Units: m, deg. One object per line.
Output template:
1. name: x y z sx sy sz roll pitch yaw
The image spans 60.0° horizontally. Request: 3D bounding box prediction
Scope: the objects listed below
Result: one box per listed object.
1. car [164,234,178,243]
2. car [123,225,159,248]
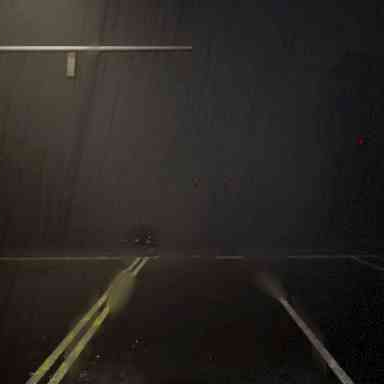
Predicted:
1. car: -2.969 6.603 47.618 1.895 1.301 4.718 0 -8 1
2. car: -3.271 2.978 22.221 1.837 1.490 4.892 -1 -8 1
